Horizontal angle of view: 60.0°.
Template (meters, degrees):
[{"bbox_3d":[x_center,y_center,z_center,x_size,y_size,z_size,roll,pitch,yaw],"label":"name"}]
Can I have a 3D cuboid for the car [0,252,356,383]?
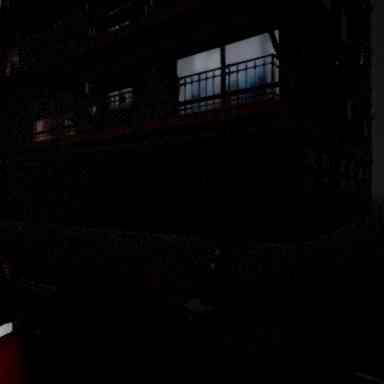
[{"bbox_3d":[-0.756,1.559,3.413,4.507,1.381,1.887,0,0,35],"label":"car"}]
